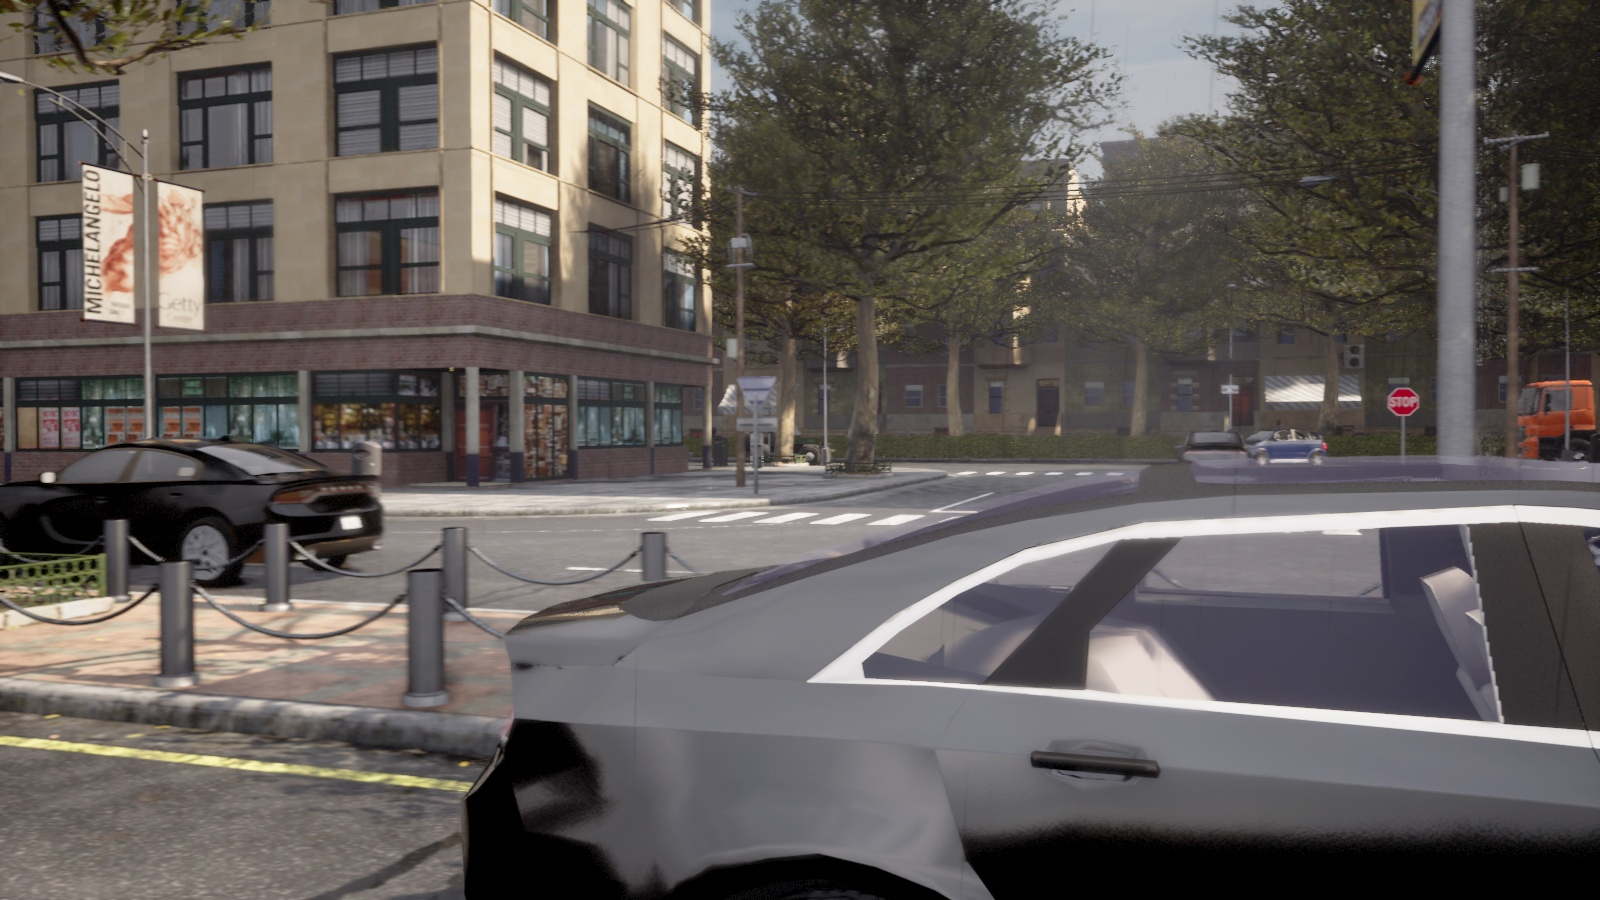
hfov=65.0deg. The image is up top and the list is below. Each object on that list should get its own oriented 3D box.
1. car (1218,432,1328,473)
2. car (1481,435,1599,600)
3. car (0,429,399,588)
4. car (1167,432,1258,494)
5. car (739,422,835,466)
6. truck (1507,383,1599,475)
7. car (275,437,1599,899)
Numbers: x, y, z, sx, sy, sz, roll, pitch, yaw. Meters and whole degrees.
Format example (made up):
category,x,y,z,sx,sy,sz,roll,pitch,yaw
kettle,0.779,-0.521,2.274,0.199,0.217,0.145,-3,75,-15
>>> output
category,x,y,z,sx,sy,sz,roll,pitch,yaw
car,18.650,0.082,49.523,3.705,1.549,1.789,0,1,-15
car,8.944,0.642,12.316,3.705,1.549,1.789,1,1,19
car,-7.192,0.552,14.053,5.008,1.535,1.882,1,1,19
car,11.044,0.284,33.718,2.128,1.511,4.902,1,1,18
car,-0.568,-0.270,55.575,3.866,1.878,1.905,1,1,19
truck,32.032,-0.809,48.344,7.936,3.462,2.891,1,1,19
car,1.657,0.747,2.635,4.902,1.511,2.128,1,1,19
